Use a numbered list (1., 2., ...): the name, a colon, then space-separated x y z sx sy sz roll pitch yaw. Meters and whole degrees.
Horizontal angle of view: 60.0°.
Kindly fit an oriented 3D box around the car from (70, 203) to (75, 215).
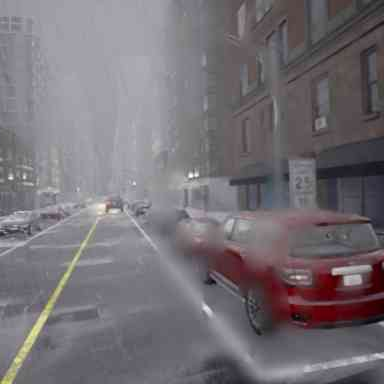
1. car: -14.453 2.056 36.910 1.802 1.307 4.206 -2 0 -14

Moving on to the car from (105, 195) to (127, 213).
1. car: -10.036 1.540 43.145 2.150 2.045 5.566 -2 0 -13

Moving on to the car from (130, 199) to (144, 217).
1. car: -4.882 1.715 33.550 1.947 1.339 4.313 -2 0 -14

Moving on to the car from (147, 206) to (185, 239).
1. car: -1.011 1.592 17.438 1.947 1.339 4.313 -2 0 -14

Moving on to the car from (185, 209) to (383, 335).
1. car: 1.562 1.258 6.697 2.192 1.841 5.009 -2 0 -14

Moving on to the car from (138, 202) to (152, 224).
1. car: -2.302 1.618 22.810 2.008 1.369 4.403 -2 0 -14

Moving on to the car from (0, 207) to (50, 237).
1. car: -10.582 1.902 20.794 2.008 1.369 4.403 -2 0 -14

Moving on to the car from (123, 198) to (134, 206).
1. car: -12.626 1.942 65.774 2.008 1.369 4.403 -2 0 -14

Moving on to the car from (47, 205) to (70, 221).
1. car: -13.163 1.978 31.539 1.887 1.381 4.507 -2 0 -14

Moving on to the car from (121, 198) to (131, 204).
1. car: -15.206 2.037 76.515 1.947 1.339 4.313 -2 0 -14

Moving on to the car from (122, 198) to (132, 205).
1. car: -13.916 1.982 71.144 2.008 1.369 4.403 -2 0 -14

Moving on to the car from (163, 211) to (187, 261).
1. car: 0.280 1.567 12.068 1.802 1.307 4.206 -2 0 -14

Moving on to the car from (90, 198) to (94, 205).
1. car: -23.489 2.337 74.515 1.802 1.307 4.206 -2 0 -14

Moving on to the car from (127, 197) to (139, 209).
1. car: -7.180 1.724 44.333 1.837 1.490 4.892 -2 0 -14

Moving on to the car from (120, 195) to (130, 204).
1. car: -16.505 1.827 81.886 2.192 1.841 5.009 -2 0 -14

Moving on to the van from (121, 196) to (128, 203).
1. van: -17.795 1.893 87.256 1.690 1.788 3.998 -2 0 -14

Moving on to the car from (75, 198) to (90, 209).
1. car: -19.617 2.200 58.398 1.947 1.339 4.313 -2 0 -14
